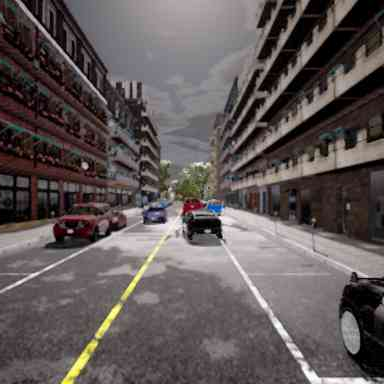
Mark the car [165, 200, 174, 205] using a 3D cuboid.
[{"bbox_3d":[-5.723,2.690,84.906,1.802,1.307,4.206,1,-1,0],"label":"car"}]

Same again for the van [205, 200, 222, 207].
[{"bbox_3d":[2.686,1.868,40.308,1.690,1.788,3.998,1,-1,0],"label":"van"}]

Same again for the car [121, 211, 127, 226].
[{"bbox_3d":[-5.692,1.891,23.629,1.802,1.307,4.206,1,-1,0],"label":"car"}]

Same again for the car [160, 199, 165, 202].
[{"bbox_3d":[-5.706,2.238,51.483,1.947,1.339,4.313,1,-1,0],"label":"car"}]

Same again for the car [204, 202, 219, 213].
[{"bbox_3d":[2.685,2.127,46.047,1.752,1.417,4.829,1,-1,0],"label":"car"}]

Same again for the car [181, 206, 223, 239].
[{"bbox_3d":[0.507,1.754,19.058,1.837,1.490,4.892,0,-1,-7],"label":"car"}]

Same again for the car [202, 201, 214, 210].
[{"bbox_3d":[2.651,2.289,57.018,1.887,1.381,4.507,1,-1,0],"label":"car"}]

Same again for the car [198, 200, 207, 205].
[{"bbox_3d":[2.626,2.659,84.871,2.008,1.369,4.403,1,-1,0],"label":"car"}]

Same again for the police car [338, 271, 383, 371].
[{"bbox_3d":[3.131,1.468,3.165,1.930,1.638,5.238,0,-1,0],"label":"police car"}]

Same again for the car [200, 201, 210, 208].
[{"bbox_3d":[2.633,2.456,68.159,1.947,1.339,4.313,1,-1,0],"label":"car"}]

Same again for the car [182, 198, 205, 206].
[{"bbox_3d":[0.068,1.722,38.247,2.150,2.045,5.566,0,-1,0],"label":"car"}]

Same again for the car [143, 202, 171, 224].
[{"bbox_3d":[-3.115,1.905,29.057,1.812,1.442,4.674,0,-1,0],"label":"car"}]

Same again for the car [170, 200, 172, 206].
[{"bbox_3d":[-5.714,2.441,68.193,2.008,1.369,4.403,1,-1,0],"label":"car"}]

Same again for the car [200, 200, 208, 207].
[{"bbox_3d":[2.631,2.545,73.730,1.802,1.307,4.206,1,-1,0],"label":"car"}]

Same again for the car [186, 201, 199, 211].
[{"bbox_3d":[0.061,2.261,54.611,2.033,1.411,5.357,0,-1,0],"label":"car"}]

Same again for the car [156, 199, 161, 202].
[{"bbox_3d":[-5.702,2.122,45.742,1.752,1.417,4.829,1,-1,0],"label":"car"}]

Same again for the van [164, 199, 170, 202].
[{"bbox_3d":[-5.708,2.158,62.627,1.690,1.788,3.998,1,-1,0],"label":"van"}]

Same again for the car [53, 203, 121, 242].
[{"bbox_3d":[-5.685,1.552,18.062,2.192,1.841,5.009,1,-1,0],"label":"car"}]
